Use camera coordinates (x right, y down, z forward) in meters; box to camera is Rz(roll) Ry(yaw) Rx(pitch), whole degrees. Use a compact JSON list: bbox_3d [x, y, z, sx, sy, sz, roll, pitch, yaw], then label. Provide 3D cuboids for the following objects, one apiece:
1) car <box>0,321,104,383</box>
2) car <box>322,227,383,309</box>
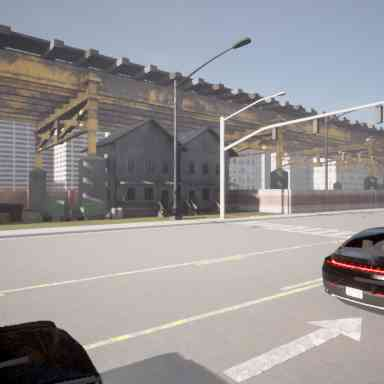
[{"bbox_3d":[-2.814,1.601,1.743,4.718,1.301,1.895,0,0,-35],"label":"car"},{"bbox_3d":[4.801,1.505,7.184,4.892,1.490,1.837,0,0,-35],"label":"car"}]
